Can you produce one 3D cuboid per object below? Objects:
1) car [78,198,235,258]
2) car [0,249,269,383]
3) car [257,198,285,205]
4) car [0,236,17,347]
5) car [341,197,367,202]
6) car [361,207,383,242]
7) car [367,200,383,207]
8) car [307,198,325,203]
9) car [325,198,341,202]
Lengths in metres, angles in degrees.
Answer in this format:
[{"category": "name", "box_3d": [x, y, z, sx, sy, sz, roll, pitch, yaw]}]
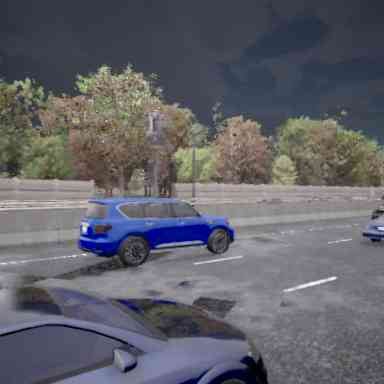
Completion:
[{"category": "car", "box_3d": [-1.049, 1.217, 11.598, 5.566, 2.045, 2.150, 0, 0, -36]}, {"category": "car", "box_3d": [-1.299, 1.564, 2.819, 4.181, 1.385, 1.994, 0, 0, -36]}, {"category": "car", "box_3d": [11.025, 1.552, 46.224, 4.181, 1.385, 1.994, 0, 0, -35]}, {"category": "car", "box_3d": [-4.895, 1.566, 4.554, 4.181, 1.385, 1.994, 0, 0, -36]}, {"category": "car", "box_3d": [20.435, 1.591, 40.047, 4.718, 1.301, 1.895, 0, 0, -35]}, {"category": "car", "box_3d": [9.787, 1.535, 15.028, 5.357, 1.411, 2.033, 0, 0, -35]}, {"category": "car", "box_3d": [13.920, 1.489, 22.275, 4.892, 1.490, 1.837, 0, 0, -36]}, {"category": "car", "box_3d": [18.023, 1.556, 46.902, 4.181, 1.385, 1.994, 0, 0, -35]}, {"category": "car", "box_3d": [20.469, 1.484, 44.347, 4.902, 1.511, 2.128, 0, 0, -35]}]
